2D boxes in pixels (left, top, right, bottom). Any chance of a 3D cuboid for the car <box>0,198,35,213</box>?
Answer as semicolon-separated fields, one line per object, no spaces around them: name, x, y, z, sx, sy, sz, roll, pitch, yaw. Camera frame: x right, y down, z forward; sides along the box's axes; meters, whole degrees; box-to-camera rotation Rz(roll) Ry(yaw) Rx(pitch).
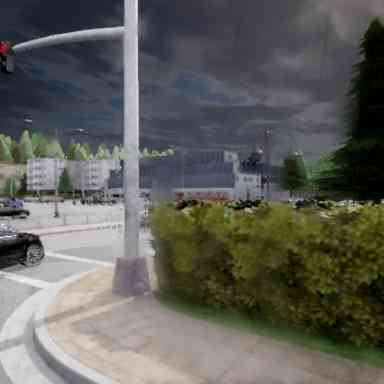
car;-15.545;1.472;26.771;2.007;1.523;4.514;0;0;35

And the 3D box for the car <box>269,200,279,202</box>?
car;9.464;1.621;37.942;2.033;1.411;5.357;0;0;35

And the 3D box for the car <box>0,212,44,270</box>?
car;-5.835;1.538;8.753;2.128;1.511;4.902;-1;0;5

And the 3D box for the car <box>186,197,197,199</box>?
car;-0.476;1.513;48.000;1.845;1.501;3.633;0;0;35

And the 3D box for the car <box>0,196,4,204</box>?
car;-41.072;1.640;67.457;2.007;1.523;4.514;0;0;35

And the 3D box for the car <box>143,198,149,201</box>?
car;-7.203;1.535;43.676;1.970;1.475;3.806;0;0;35

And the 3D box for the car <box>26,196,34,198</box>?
car;-34.004;1.559;71.083;1.970;1.475;3.806;0;0;35

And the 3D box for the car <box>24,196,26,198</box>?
car;-23.345;1.523;41.661;1.845;1.501;3.633;0;0;35

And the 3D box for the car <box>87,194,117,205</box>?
car;-15.547;1.322;58.875;1.932;1.855;4.605;0;0;35

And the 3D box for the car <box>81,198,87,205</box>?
car;-18.155;1.315;60.222;1.905;1.878;3.866;0;0;35

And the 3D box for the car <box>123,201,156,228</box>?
car;-2.076;1.560;21.434;2.128;1.511;4.902;0;0;35

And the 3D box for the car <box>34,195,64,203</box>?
car;-28.585;1.451;67.631;2.152;1.636;5.027;0;0;35
